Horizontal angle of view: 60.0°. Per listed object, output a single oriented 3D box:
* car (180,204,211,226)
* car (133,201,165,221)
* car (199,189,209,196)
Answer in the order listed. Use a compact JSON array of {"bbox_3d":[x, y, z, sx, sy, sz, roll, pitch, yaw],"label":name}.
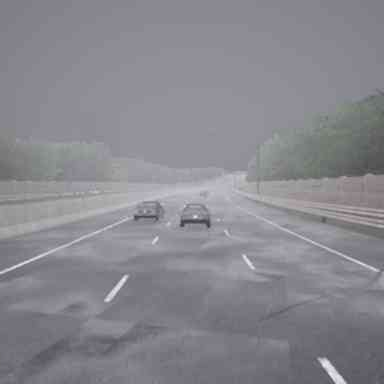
[{"bbox_3d":[0.241,1.462,22.415,1.994,1.385,4.181,0,0,1],"label":"car"},{"bbox_3d":[-3.215,1.408,25.679,2.033,1.411,5.357,0,1,2],"label":"car"},{"bbox_3d":[2.834,0.233,82.492,2.128,1.511,4.902,0,2,4],"label":"car"}]
